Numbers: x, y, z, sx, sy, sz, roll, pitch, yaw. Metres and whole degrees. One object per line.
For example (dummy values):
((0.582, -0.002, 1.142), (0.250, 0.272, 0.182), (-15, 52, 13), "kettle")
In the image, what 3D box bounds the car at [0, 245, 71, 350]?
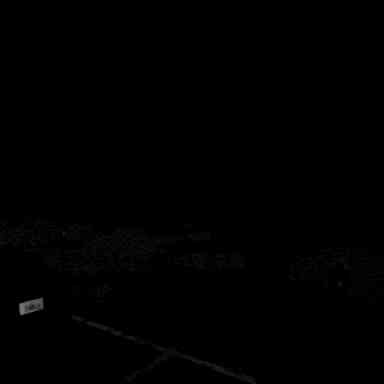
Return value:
((-3.856, 1.590, 5.715), (4.313, 1.339, 1.947), (0, 0, 35), "car")
